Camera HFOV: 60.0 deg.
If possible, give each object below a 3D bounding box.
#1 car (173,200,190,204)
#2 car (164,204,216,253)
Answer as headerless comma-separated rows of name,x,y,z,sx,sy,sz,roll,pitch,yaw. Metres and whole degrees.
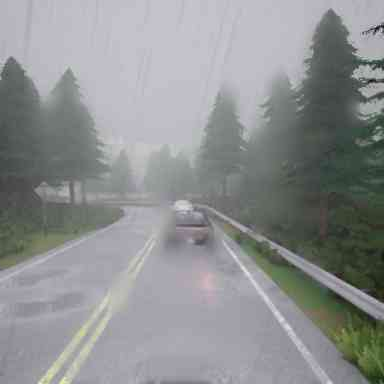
car,-0.936,1.489,29.981,1.812,1.442,4.674,0,0,-7
car,-0.123,1.475,13.656,2.128,1.511,4.902,0,0,-1
